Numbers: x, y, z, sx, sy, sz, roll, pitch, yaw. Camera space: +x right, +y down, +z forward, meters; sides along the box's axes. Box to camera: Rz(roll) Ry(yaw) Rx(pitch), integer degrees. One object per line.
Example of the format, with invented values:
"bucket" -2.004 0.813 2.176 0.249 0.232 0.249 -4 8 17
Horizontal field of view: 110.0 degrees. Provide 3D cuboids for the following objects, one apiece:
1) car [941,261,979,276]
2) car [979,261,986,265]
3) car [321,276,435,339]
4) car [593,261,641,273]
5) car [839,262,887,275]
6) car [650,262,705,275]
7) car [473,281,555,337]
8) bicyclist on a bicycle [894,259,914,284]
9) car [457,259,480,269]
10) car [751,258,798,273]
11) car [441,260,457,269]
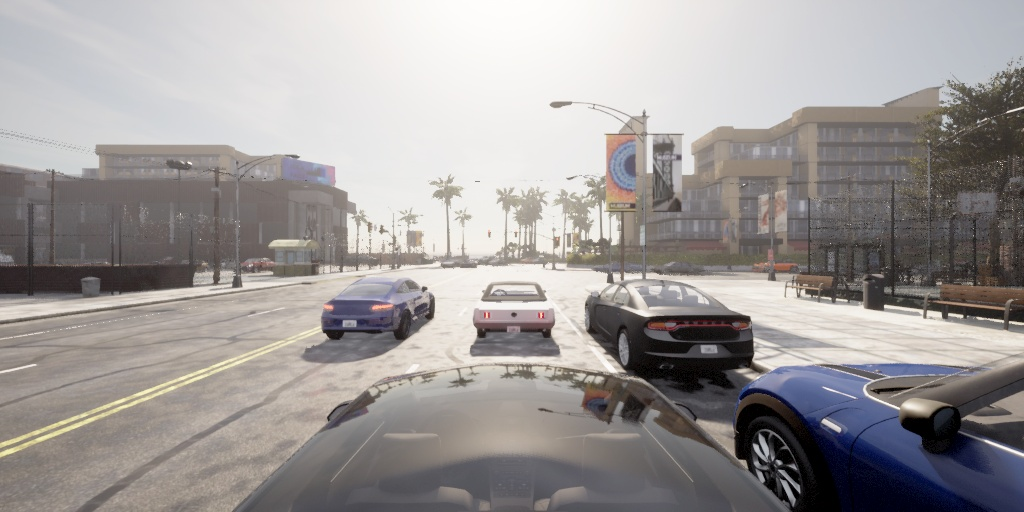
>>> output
"car" 45.165 1.241 35.124 4.902 1.511 2.128 0 0 -1
"car" 45.198 1.241 31.624 4.902 1.511 2.128 0 0 -1
"car" -3.441 1.276 9.938 1.812 1.442 4.674 0 0 0
"car" 12.297 1.297 42.164 5.357 1.411 2.033 0 0 4
"car" 37.579 1.314 38.619 4.181 1.385 1.994 0 0 0
"car" 17.707 1.297 38.478 5.357 1.411 2.033 0 0 0
"car" 0.061 1.351 10.233 1.895 1.301 4.718 0 0 0
"bicyclist on a bicycle" 26.068 1.050 24.063 0.582 1.620 1.656 0 0 -1
"car" -6.741 1.351 55.974 1.895 1.301 4.718 0 0 5
"car" 30.701 1.101 42.078 4.553 1.767 2.097 0 0 0
"car" -10.013 1.297 58.804 2.033 1.411 5.357 0 0 8
